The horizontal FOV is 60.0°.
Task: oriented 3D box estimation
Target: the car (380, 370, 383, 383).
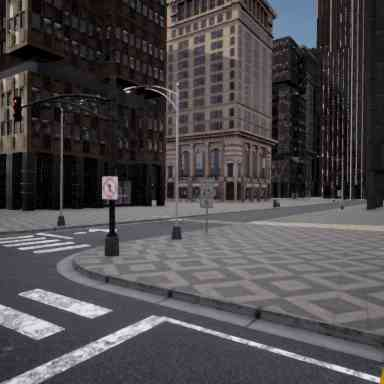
[{"bbox_3d":[3.507,1.478,1.192,5.008,1.535,1.882,0,0,35],"label":"car"}]
